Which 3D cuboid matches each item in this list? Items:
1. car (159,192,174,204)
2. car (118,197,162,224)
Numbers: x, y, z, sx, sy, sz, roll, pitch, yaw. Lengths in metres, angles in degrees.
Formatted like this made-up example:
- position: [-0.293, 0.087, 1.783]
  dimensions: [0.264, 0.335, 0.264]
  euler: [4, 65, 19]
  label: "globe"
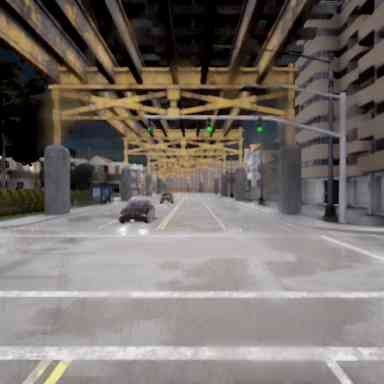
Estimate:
- position: [-3.502, 0.838, 46.941]
  dimensions: [1.837, 1.490, 4.892]
  euler: [0, 1, 0]
  label: "car"
- position: [-3.505, 1.275, 22.291]
  dimensions: [2.033, 1.411, 5.357]
  euler: [0, 1, 1]
  label: "car"
